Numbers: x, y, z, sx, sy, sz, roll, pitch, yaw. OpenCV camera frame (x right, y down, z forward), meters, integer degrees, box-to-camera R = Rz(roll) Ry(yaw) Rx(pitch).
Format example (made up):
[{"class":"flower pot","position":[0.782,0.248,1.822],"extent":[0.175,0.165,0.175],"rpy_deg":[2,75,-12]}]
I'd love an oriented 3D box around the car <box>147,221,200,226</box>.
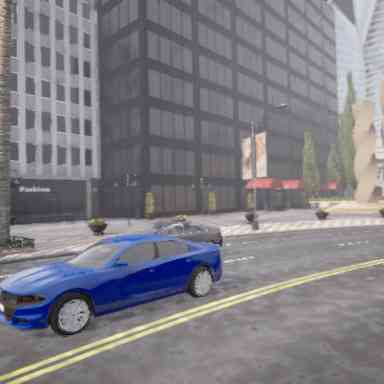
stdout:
[{"class":"car","position":[-0.974,1.859,12.418],"extent":[4.902,1.511,2.128],"rpy_deg":[0,-2,-38]}]

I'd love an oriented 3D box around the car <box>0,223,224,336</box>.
[{"class":"car","position":[-1.451,1.725,7.459],"extent":[5.008,1.535,1.882],"rpy_deg":[0,-2,-42]}]
